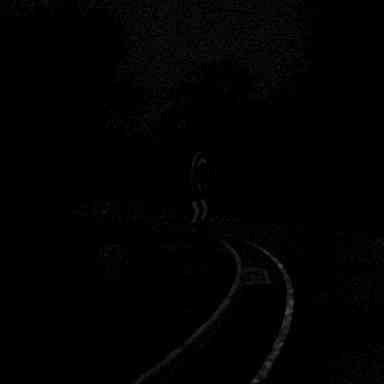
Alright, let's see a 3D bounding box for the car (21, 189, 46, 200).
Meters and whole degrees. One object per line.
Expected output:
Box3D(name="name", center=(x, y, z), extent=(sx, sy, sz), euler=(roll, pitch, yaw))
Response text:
Box3D(name="car", center=(-25.222, 0.319, 53.840), extent=(2.097, 1.767, 4.553), euler=(-2, 2, 24))
